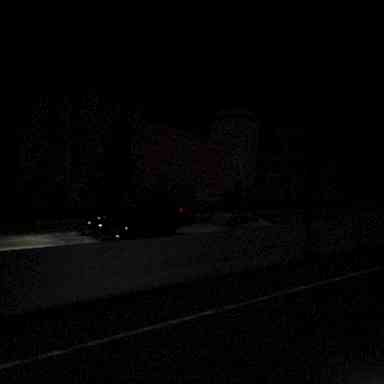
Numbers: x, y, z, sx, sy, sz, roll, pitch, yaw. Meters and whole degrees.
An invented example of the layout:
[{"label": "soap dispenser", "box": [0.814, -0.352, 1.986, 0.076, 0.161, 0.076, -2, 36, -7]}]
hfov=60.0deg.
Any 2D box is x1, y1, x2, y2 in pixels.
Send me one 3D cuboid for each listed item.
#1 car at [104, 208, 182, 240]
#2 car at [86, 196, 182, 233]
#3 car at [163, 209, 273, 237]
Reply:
[{"label": "car", "box": [-1.450, 1.634, 15.854, 4.718, 1.301, 1.895, 0, 0, -35]}, {"label": "car", "box": [-3.099, 1.256, 18.977, 5.566, 2.045, 2.150, 0, 0, -35]}, {"label": "car", "box": [1.403, 1.564, 13.589, 4.674, 1.442, 1.812, 0, 0, -35]}]
